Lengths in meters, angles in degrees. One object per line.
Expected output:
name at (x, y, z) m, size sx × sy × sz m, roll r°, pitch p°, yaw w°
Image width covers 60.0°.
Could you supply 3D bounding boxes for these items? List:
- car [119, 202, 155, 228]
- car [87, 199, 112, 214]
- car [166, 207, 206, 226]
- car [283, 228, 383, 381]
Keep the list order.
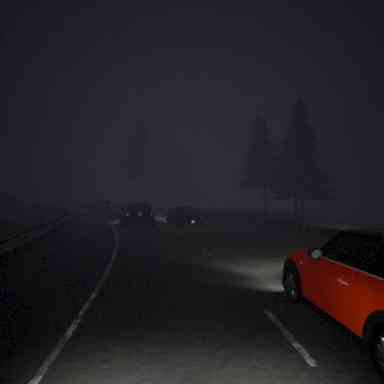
car at (-4.022, 1.504, 23.802) m, size 2.097 × 1.767 × 4.553 m, roll 0°, pitch 0°, yaw -17°
car at (-11.061, 1.614, 39.669) m, size 2.097 × 1.767 × 4.553 m, roll 0°, pitch 0°, yaw -30°
car at (-0.587, 1.746, 24.772) m, size 1.895 × 1.301 × 4.718 m, roll 0°, pitch 0°, yaw -17°
car at (3.152, 1.374, 5.465) m, size 2.097 × 1.767 × 4.553 m, roll 0°, pitch 0°, yaw -4°
